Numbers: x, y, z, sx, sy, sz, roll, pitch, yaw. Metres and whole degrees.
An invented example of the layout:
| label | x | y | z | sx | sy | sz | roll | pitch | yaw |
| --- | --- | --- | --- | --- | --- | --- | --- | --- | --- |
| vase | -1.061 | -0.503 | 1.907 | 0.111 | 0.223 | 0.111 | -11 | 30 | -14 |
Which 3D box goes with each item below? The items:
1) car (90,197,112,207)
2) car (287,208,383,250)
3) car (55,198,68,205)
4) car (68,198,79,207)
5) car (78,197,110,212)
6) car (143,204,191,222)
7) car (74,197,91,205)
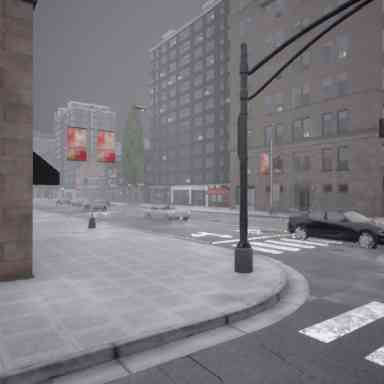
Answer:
| label | x | y | z | sx | sy | sz | roll | pitch | yaw |
| --- | --- | --- | --- | --- | --- | --- | --- | --- | --- |
| car | -15.932 | 1.712 | 57.846 | 2.128 | 1.511 | 4.902 | 0 | 0 | -36 |
| car | 6.661 | 1.502 | 14.894 | 1.882 | 1.535 | 5.008 | 0 | 0 | -36 |
| car | -25.246 | 1.802 | 65.242 | 2.033 | 1.411 | 5.357 | 0 | 0 | -36 |
| car | -19.046 | 1.781 | 56.618 | 1.994 | 1.385 | 4.181 | 0 | 0 | -36 |
| car | -12.045 | 1.656 | 40.977 | 1.837 | 1.490 | 4.892 | 0 | -1 | -35 |
| car | -2.085 | 1.684 | 27.073 | 1.895 | 1.301 | 4.718 | 0 | 0 | -36 |
| car | -21.871 | 1.758 | 66.122 | 1.837 | 1.490 | 4.892 | 0 | 0 | -36 |
